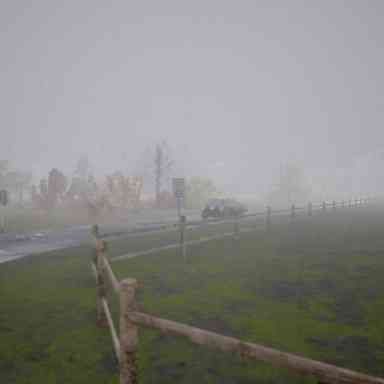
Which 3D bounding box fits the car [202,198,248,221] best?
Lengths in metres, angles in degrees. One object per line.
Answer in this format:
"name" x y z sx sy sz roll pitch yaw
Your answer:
"car" 2.778 1.301 27.231 2.097 1.767 4.553 0 0 36
